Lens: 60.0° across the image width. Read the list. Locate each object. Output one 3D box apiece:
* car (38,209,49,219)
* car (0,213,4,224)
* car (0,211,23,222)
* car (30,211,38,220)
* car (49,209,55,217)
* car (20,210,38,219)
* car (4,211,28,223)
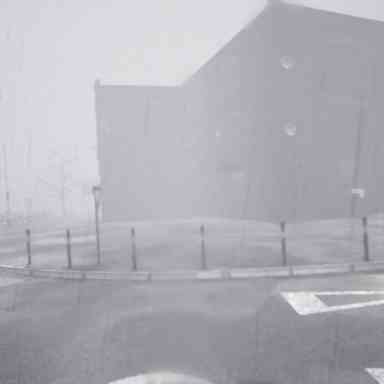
[{"bbox_3d":[-25.409,3.763,54.503,1.994,1.385,4.181,-3,-2,-12],"label":"car"},{"bbox_3d":[-20.200,2.490,31.658,2.150,2.045,5.566,-3,-2,-15],"label":"car"},{"bbox_3d":[-28.158,3.773,51.791,1.882,1.535,5.008,-3,-2,-12],"label":"car"},{"bbox_3d":[-23.833,3.468,47.043,1.994,1.385,4.181,-3,-2,-12],"label":"car"},{"bbox_3d":[-27.198,3.989,62.937,2.128,1.511,4.902,-3,-2,-12],"label":"car"},{"bbox_3d":[-30.291,4.177,61.881,1.895,1.301,4.718,-3,-2,-12],"label":"car"},{"bbox_3d":[-22.775,3.253,42.043,2.033,1.411,5.357,-3,-2,-12],"label":"car"}]
